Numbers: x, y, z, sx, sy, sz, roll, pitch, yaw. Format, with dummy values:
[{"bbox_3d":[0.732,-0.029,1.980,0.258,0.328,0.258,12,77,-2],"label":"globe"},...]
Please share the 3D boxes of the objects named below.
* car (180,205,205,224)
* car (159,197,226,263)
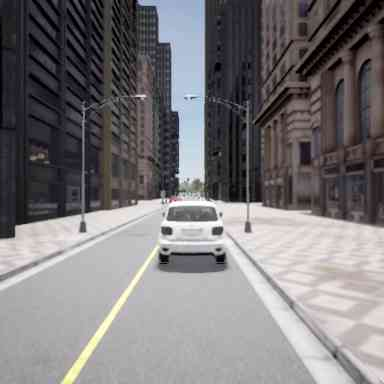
[{"bbox_3d":[0.037,1.831,28.463,1.994,1.385,4.181,0,0,1],"label":"car"},{"bbox_3d":[0.019,1.345,12.567,2.150,2.045,5.566,0,0,0],"label":"car"}]
